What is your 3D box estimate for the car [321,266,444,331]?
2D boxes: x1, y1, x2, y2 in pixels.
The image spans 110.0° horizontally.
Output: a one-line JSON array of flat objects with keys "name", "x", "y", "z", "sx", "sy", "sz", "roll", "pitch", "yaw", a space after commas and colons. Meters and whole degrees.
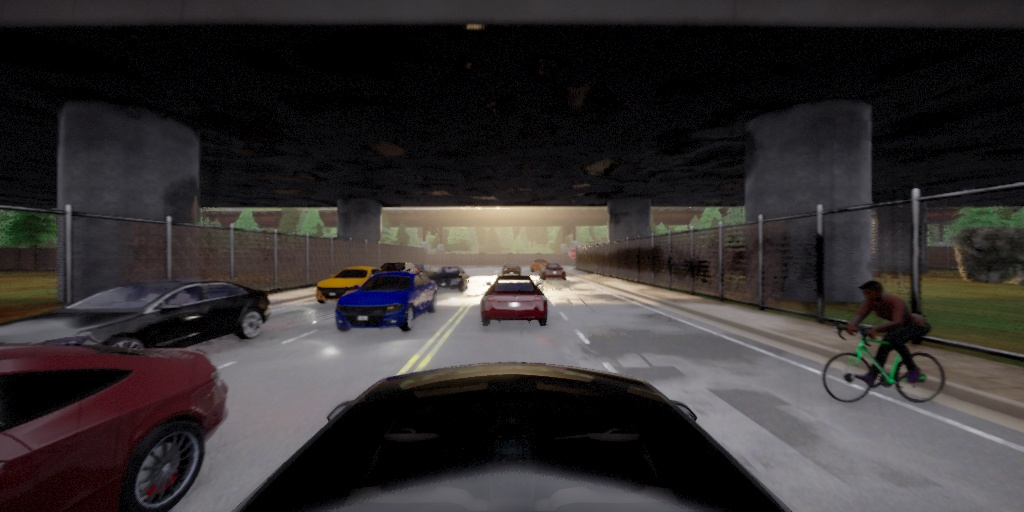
[{"name": "car", "x": -3.631, "y": 1.235, "z": 11.206, "sx": 1.882, "sy": 1.535, "sz": 5.008, "roll": 0, "pitch": 0, "yaw": 0}]

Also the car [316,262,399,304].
[{"name": "car", "x": -7.147, "y": 1.241, "z": 16.728, "sx": 1.882, "sy": 1.535, "sz": 5.008, "roll": 0, "pitch": 0, "yaw": 0}]

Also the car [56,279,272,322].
[{"name": "car", "x": -7.115, "y": 1.254, "z": 7.221, "sx": 2.128, "sy": 1.511, "sz": 4.902, "roll": 0, "pitch": 0, "yaw": 0}]

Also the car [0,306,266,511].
[{"name": "car", "x": -3.572, "y": 1.282, "z": 1.526, "sx": 1.812, "sy": 1.442, "sz": 4.674, "roll": 0, "pitch": 0, "yaw": 0}]

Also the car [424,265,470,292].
[{"name": "car", "x": -3.654, "y": 1.322, "z": 21.141, "sx": 1.994, "sy": 1.385, "sz": 4.181, "roll": 0, "pitch": 0, "yaw": 0}]

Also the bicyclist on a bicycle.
[{"name": "bicyclist on a bicycle", "x": 4.956, "y": 1.160, "z": 4.782, "sx": 1.656, "sy": 1.620, "sz": 0.582, "roll": 0, "pitch": 0, "yaw": 0}]

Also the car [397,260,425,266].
[{"name": "car", "x": -7.072, "y": 1.135, "z": 21.764, "sx": 2.097, "sy": 1.767, "sz": 4.553, "roll": 0, "pitch": 0, "yaw": 0}]

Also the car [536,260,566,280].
[{"name": "car", "x": 3.450, "y": 1.310, "z": 30.870, "sx": 1.994, "sy": 1.385, "sz": 4.181, "roll": 0, "pitch": 0, "yaw": 0}]

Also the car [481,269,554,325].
[{"name": "car", "x": 0.063, "y": 1.314, "z": 11.891, "sx": 1.994, "sy": 1.385, "sz": 4.181, "roll": 0, "pitch": 0, "yaw": 0}]

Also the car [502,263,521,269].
[{"name": "car", "x": -0.030, "y": 1.353, "z": 36.810, "sx": 1.895, "sy": 1.301, "sz": 4.718, "roll": 0, "pitch": 0, "yaw": 0}]

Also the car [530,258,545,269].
[{"name": "car", "x": 3.394, "y": 1.100, "z": 45.322, "sx": 2.097, "sy": 1.767, "sz": 4.553, "roll": 0, "pitch": 0, "yaw": 0}]
